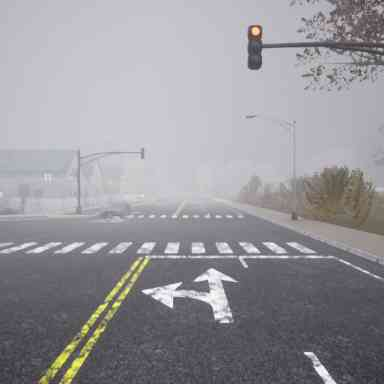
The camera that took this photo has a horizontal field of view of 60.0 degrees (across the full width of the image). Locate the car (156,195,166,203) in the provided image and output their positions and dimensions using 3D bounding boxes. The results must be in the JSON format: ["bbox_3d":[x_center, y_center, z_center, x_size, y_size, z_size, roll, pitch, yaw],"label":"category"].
[{"bbox_3d":[-6.455,1.450,70.272,2.128,1.511,4.902,0,0,0],"label":"car"}]

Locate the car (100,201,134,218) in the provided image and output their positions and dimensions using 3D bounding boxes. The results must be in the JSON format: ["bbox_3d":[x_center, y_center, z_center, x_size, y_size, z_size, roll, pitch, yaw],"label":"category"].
[{"bbox_3d":[-6.546,1.550,29.753,2.033,1.411,5.357,0,0,3],"label":"car"}]
